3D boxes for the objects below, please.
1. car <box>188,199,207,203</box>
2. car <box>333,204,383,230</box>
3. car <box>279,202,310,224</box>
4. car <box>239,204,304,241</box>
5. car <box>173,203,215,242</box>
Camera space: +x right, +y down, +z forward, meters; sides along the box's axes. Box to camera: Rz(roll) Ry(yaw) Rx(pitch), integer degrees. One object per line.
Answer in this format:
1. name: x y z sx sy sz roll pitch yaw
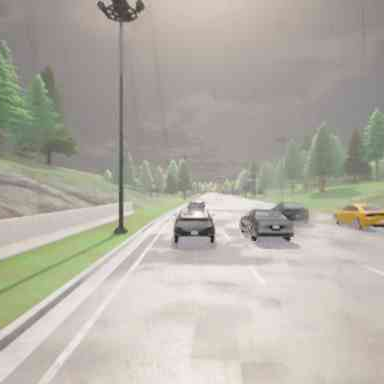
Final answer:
1. car: 0.596 1.499 37.078 2.128 1.511 4.902 0 0 2
2. car: 10.636 1.481 20.982 1.882 1.535 5.008 0 0 1
3. car: 7.194 1.482 24.862 1.882 1.535 5.008 0 0 1
4. car: 3.606 1.551 16.755 2.033 1.411 5.357 0 0 0
5. car: 0.107 1.495 16.300 2.128 1.511 4.902 0 0 0
